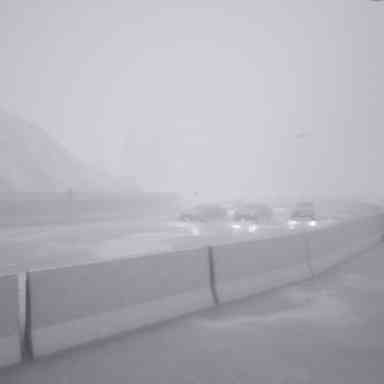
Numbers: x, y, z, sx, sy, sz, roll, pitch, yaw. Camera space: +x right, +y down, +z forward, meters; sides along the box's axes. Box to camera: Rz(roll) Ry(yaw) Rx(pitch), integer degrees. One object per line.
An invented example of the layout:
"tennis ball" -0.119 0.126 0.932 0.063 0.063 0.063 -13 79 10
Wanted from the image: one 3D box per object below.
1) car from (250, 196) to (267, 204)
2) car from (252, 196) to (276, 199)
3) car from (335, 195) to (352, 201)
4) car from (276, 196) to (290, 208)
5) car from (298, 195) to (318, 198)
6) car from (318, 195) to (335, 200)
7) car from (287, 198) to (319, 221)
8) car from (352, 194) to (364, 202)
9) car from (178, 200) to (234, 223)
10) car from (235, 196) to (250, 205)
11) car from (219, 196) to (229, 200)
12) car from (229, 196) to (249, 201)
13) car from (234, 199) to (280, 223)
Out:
"car" 12.995 1.575 64.895 2.033 1.411 5.357 0 0 -2
"car" 9.967 1.548 46.640 1.812 1.442 4.674 0 0 1
"car" 30.343 1.279 68.965 2.033 1.411 5.357 0 0 -2
"car" 13.464 1.355 48.823 2.097 1.767 4.553 0 0 0
"car" 23.350 1.308 68.667 2.128 1.511 4.902 0 0 -2
"car" 26.847 1.301 68.816 2.033 1.411 5.357 0 0 -2
"car" 9.445 1.504 27.799 1.837 1.490 4.892 1 0 23
"car" 33.840 1.218 69.114 1.837 1.490 4.892 0 0 -2
"car" 1.057 1.596 26.236 2.033 1.411 5.357 0 0 32
"car" 9.549 1.551 63.050 1.837 1.490 4.892 0 0 -2
"car" 6.069 1.545 62.273 1.882 1.535 5.008 0 0 -2
"car" 6.459 1.644 45.114 1.895 1.301 4.718 0 0 2
"car" 4.937 1.571 26.051 2.033 1.411 5.357 0 0 30
